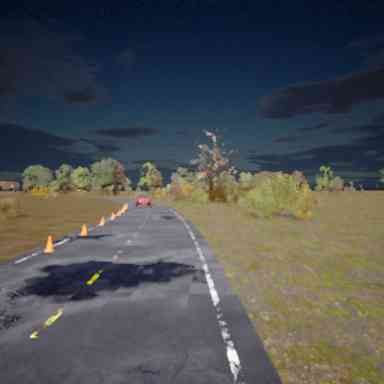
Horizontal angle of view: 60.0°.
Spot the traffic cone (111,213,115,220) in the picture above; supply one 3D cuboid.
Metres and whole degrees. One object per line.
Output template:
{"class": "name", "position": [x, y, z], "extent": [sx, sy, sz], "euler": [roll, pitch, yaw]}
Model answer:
{"class": "traffic cone", "position": [-6.526, 1.971, 27.496], "extent": [0.340, 0.580, 0.340], "euler": [0, 0, -6]}

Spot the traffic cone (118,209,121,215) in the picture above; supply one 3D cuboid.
{"class": "traffic cone", "position": [-7.067, 1.971, 32.419], "extent": [0.340, 0.580, 0.340], "euler": [0, 0, -7]}

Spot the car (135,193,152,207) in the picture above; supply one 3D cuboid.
{"class": "car", "position": [-7.419, 1.229, 50.661], "extent": [2.150, 2.045, 5.566], "euler": [0, 0, -10]}

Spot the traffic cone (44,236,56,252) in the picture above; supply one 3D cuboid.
{"class": "traffic cone", "position": [-5.421, 1.968, 12.680], "extent": [0.340, 0.580, 0.340], "euler": [0, 0, -3]}

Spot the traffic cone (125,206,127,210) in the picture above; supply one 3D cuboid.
{"class": "traffic cone", "position": [-7.692, 1.971, 37.332], "extent": [0.340, 0.580, 0.340], "euler": [0, 0, -8]}
